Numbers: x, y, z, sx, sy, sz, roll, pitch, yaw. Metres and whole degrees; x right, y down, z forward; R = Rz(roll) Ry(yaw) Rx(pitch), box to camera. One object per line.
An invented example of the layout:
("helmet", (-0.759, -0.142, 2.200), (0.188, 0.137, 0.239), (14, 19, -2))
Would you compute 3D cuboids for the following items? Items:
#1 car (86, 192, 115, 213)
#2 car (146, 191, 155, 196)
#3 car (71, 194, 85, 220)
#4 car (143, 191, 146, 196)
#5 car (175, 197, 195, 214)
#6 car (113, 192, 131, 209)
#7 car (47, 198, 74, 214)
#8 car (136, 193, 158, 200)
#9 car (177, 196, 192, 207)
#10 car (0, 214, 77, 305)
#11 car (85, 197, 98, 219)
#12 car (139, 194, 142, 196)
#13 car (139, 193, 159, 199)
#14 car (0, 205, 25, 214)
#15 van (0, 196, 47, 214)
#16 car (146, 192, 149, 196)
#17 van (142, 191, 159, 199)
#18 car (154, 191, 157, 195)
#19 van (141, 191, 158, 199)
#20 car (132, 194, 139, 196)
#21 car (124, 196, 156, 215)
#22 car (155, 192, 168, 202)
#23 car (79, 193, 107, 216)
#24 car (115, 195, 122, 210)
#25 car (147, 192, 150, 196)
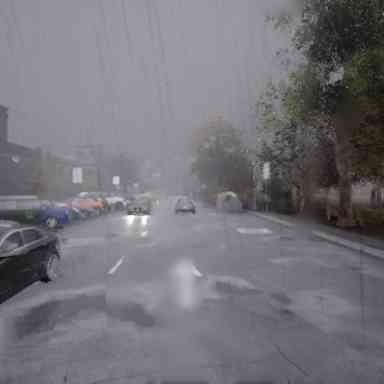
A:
("car", (-10.105, 1.199, 31.776), (4.553, 1.767, 2.185), (-1, 1, -21))
("car", (-11.027, 1.191, 70.785), (4.892, 1.521, 2.231), (-1, 0, -21))
("car", (-9.969, 1.250, 22.759), (4.553, 1.767, 2.185), (-1, 0, -21))
("car", (-10.691, 1.101, 55.776), (4.553, 1.767, 2.185), (-1, 0, -21))
("car", (-0.705, 1.369, 33.029), (1.994, 1.385, 4.181), (0, 0, -2))
("car", (-10.244, 1.043, 37.788), (5.566, 2.045, 2.435), (-1, 0, -21))
("car", (-9.858, 1.393, 19.758), (5.008, 1.535, 2.097), (-1, 1, -21))
("car", (-11.604, 1.149, 85.726), (5.366, 1.575, 1.946), (-1, 1, -22))
("car", (-1.090, 1.311, 46.102), (1.994, 1.385, 4.181), (0, 0, -2))
("car", (-4.260, 1.462, 6.726), (2.128, 1.511, 4.902), (0, 0, -1))
("car", (-10.004, 1.398, 25.768), (4.674, 1.452, 2.002), (-1, 0, -21))
("car", (-10.451, 1.005, 46.803), (5.566, 2.045, 2.435), (-1, 0, -21))
("car", (-11.539, 1.111, 88.797), (5.008, 1.535, 2.097), (-1, 0, -22))
("car", (-9.725, 1.469, 13.758), (4.674, 1.452, 2.002), (-1, 0, -21))
("van", (-9.905, 1.188, 16.710), (4.442, 1.987, 1.878), (-1, 1, -21))
("car", (-10.699, 1.247, 58.797), (4.792, 1.488, 2.163), (-1, 0, -21))
("van", (-11.845, 0.796, 94.735), (4.442, 1.987, 1.878), (-1, 1, -22))
("car", (-10.925, 1.177, 73.853), (5.366, 1.575, 1.946), (-1, 0, -21))
("van", (-11.743, 0.842, 91.736), (4.442, 1.987, 1.878), (-1, 1, -22))
("car", (-10.223, 1.262, 43.850), (5.366, 1.575, 1.946), (-1, 0, -21))
("car", (-4.774, 1.392, 31.067), (1.994, 1.385, 4.181), (0, 0, -1))
("car", (-5.566, 1.224, 64.486), (1.812, 1.442, 4.674), (0, 0, -1))
("car", (-10.039, 1.215, 28.776), (4.553, 1.767, 2.185), (-1, 1, -21))
("car", (-10.176, 1.339, 34.790), (4.792, 1.488, 2.163), (-1, 0, -21))
("car", (-10.799, 1.250, 61.787), (4.674, 1.452, 2.002), (-1, 0, -21))
